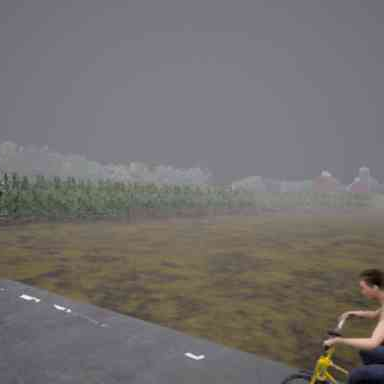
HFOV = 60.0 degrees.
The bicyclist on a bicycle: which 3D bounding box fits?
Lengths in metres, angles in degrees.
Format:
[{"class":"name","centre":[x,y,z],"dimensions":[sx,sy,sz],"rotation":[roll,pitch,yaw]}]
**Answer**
[{"class":"bicyclist on a bicycle","centre":[1.468,1.448,2.857],"dimensions":[1.509,1.612,0.866],"rotation":[0,0,35]}]
